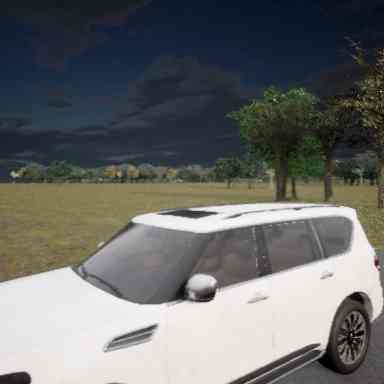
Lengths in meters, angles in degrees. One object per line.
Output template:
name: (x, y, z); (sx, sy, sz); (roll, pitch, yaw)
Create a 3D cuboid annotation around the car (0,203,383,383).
car: (0.118, 1.216, 4.057); (5.566, 2.045, 2.150); (-1, 1, -35)
